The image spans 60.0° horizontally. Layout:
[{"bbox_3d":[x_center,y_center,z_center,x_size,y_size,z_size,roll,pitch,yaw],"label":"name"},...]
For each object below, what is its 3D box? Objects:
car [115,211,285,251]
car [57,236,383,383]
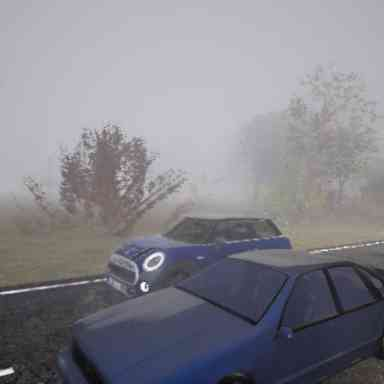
[{"bbox_3d":[0.358,1.315,7.914,4.553,1.767,2.097,2,1,-36],"label":"car"},{"bbox_3d":[1.165,1.564,4.501,5.357,1.411,2.033,2,1,-36],"label":"car"}]
